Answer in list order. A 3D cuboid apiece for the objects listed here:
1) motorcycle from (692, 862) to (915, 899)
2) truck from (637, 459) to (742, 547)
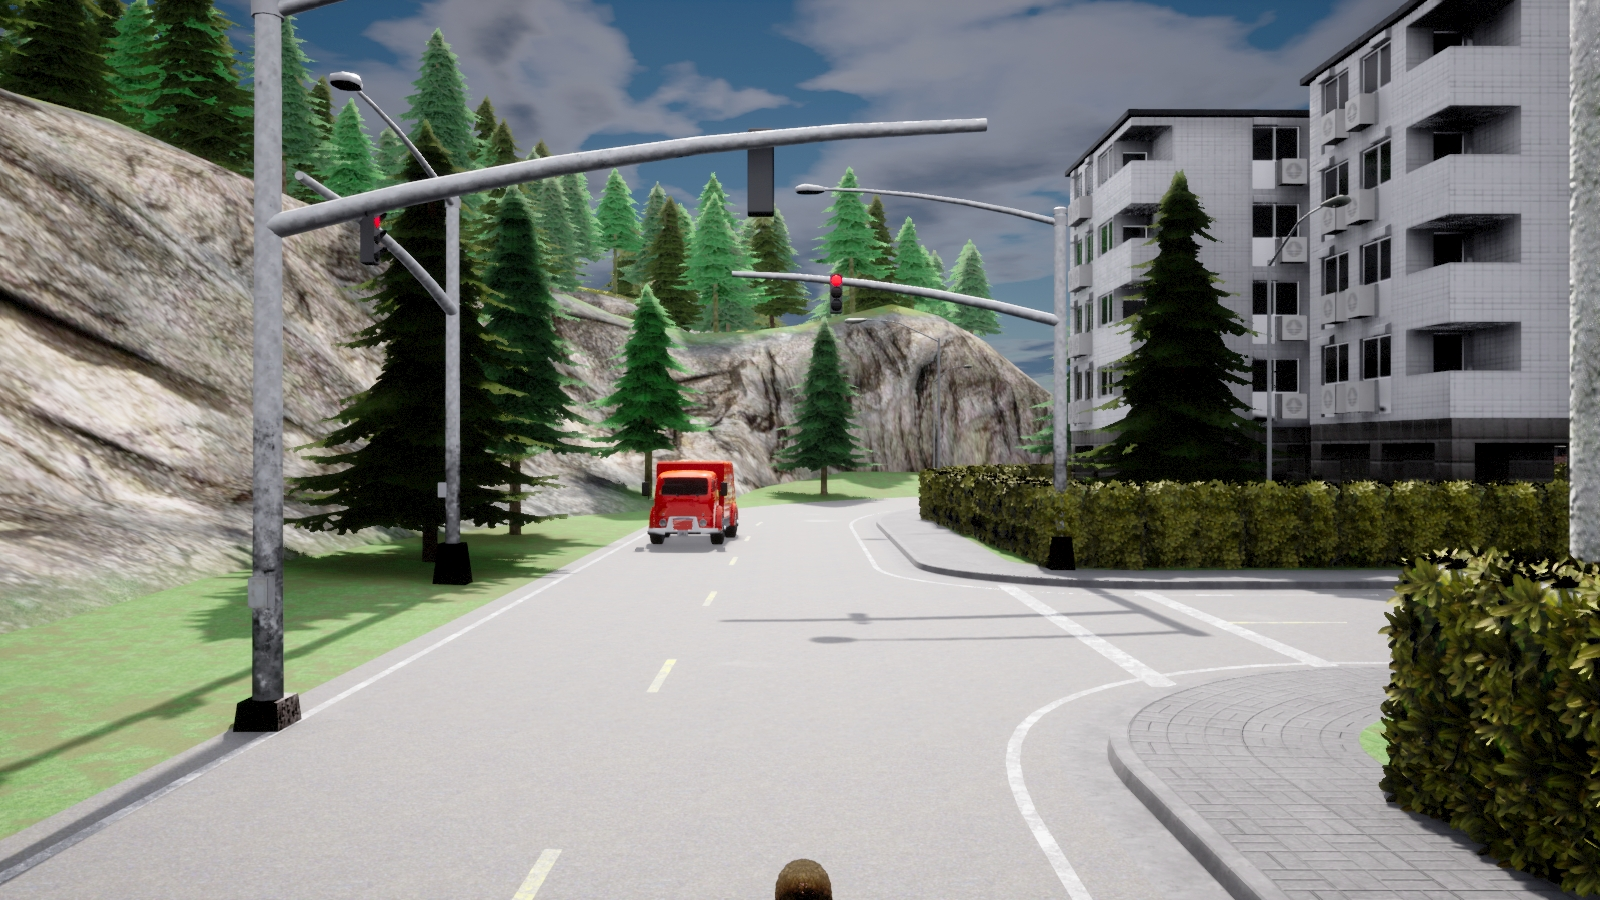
[{"bbox_3d":[0.010,2.193,3.477,0.803,1.145,2.033,0,0,0],"label":"motorcycle"},{"bbox_3d":[-3.310,1.548,35.380,2.627,2.467,5.204,0,0,1],"label":"truck"}]
